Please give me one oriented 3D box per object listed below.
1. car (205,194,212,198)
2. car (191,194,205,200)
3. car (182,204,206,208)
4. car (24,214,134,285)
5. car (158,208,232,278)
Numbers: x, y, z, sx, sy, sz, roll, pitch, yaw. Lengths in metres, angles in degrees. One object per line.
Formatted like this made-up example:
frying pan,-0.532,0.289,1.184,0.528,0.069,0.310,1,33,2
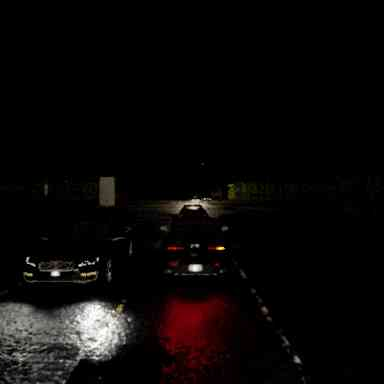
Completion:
car,4.652,1.167,95.213,1.895,1.301,4.718,0,0,15
car,1.107,1.145,80.305,2.128,1.511,4.902,0,0,10
car,0.049,1.454,20.737,1.994,1.385,4.181,0,0,0
car,-2.864,1.452,9.395,1.837,1.490,4.892,0,0,0
car,0.075,1.452,9.930,1.837,1.490,4.892,0,0,0
